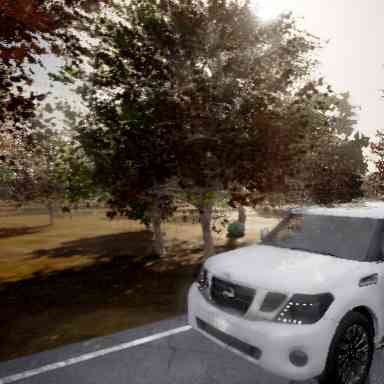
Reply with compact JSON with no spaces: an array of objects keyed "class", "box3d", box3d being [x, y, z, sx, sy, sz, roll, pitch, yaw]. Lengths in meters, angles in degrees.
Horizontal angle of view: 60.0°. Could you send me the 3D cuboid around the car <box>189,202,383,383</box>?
[{"class":"car","box3d":[2.608,1.219,5.543,5.566,2.045,2.150,0,0,-35]}]
